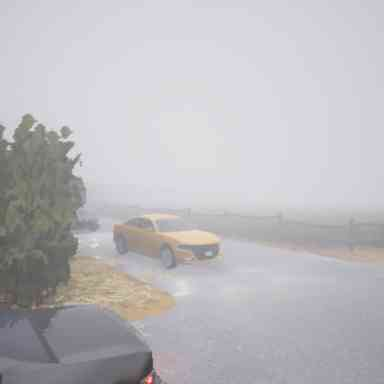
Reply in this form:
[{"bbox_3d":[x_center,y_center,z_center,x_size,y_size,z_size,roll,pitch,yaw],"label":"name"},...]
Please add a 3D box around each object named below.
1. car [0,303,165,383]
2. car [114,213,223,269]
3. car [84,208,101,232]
[{"bbox_3d":[-2.747,1.530,1.910,5.357,1.411,2.033,1,-1,-36],"label":"car"},{"bbox_3d":[-1.040,1.555,11.845,1.882,1.535,5.008,1,-1,-38],"label":"car"},{"bbox_3d":[-7.352,1.621,20.568,2.033,1.411,5.357,1,0,-35],"label":"car"}]
